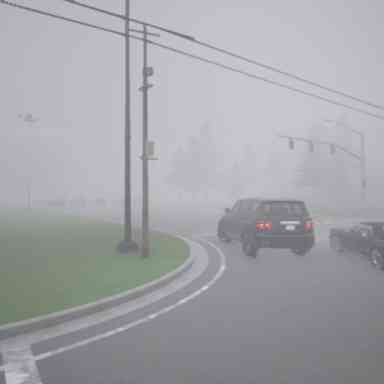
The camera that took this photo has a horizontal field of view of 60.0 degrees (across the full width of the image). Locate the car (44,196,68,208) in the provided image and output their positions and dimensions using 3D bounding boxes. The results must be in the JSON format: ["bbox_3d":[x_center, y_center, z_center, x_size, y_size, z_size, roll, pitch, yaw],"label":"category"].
[{"bbox_3d":[-21.381,1.640,52.242,1.882,1.535,5.008,0,0,-34],"label":"car"}]

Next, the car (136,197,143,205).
[{"bbox_3d":[-10.522,1.659,61.168,1.837,1.490,4.892,0,0,-34],"label":"car"}]

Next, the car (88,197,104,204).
[{"bbox_3d":[-19.695,1.715,68.219,1.812,1.442,4.674,0,0,-34],"label":"car"}]

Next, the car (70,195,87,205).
[{"bbox_3d":[-22.830,1.551,66.606,2.097,1.767,4.553,0,0,-34],"label":"car"}]

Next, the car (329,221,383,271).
[{"bbox_3d":[6.225,1.609,10.892,1.895,1.301,4.718,0,0,1],"label":"car"}]

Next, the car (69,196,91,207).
[{"bbox_3d":[-18.744,1.651,54.592,2.128,1.511,4.902,0,0,-34],"label":"car"}]

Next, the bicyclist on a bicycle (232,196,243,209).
[{"bbox_3d":[6.017,1.380,44.246,0.582,1.620,1.656,0,0,43],"label":"bicyclist on a bicycle"}]

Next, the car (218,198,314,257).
[{"bbox_3d":[2.682,1.243,13.267,2.150,2.045,5.566,1,0,-10],"label":"car"}]

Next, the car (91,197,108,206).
[{"bbox_3d":[-16.307,1.664,57.229,1.837,1.490,4.892,0,0,-34],"label":"car"}]

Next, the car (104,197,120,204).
[{"bbox_3d":[-16.958,1.713,70.417,1.812,1.442,4.674,0,0,-34],"label":"car"}]

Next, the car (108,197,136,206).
[{"bbox_3d":[-12.081,1.641,57.252,2.128,1.511,4.902,0,0,-35],"label":"car"}]

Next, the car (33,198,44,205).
[{"bbox_3d":[-28.469,1.749,62.448,2.033,1.411,5.357,0,0,-34],"label":"car"}]

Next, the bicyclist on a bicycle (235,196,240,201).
[{"bbox_3d":[6.157,1.378,43.700,1.656,1.620,0.582,0,0,-44],"label":"bicyclist on a bicycle"}]

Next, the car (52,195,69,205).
[{"bbox_3d":[-25.389,1.549,64.145,2.097,1.767,4.553,0,0,-34],"label":"car"}]
